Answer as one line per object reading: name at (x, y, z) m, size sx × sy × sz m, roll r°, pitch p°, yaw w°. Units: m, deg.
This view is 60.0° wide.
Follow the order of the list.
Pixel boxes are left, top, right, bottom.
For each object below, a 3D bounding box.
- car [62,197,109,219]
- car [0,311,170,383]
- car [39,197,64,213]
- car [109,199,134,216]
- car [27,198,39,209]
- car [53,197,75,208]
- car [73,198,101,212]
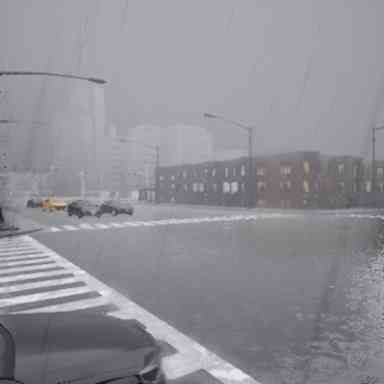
car at (-9.498, 1.491, 29.286) m, size 2.128 × 1.511 × 4.902 m, roll 0°, pitch 0°, yaw -35°
car at (-2.350, 1.526, 2.233) m, size 4.674 × 1.442 × 1.812 m, roll 0°, pitch 0°, yaw -37°
car at (-15.483, 1.476, 37.688) m, size 1.882 × 1.535 × 5.008 m, roll 0°, pitch 0°, yaw -35°
car at (-7.301, 1.503, 32.235) m, size 1.837 × 1.490 × 4.892 m, roll 0°, pitch 0°, yaw -36°
car at (-21.613, 1.548, 46.324) m, size 2.033 × 1.411 × 5.357 m, roll 0°, pitch 0°, yaw -35°
car at (-18.567, 1.525, 48.078) m, size 1.812 × 1.442 × 4.674 m, roll 0°, pitch 0°, yaw -36°
car at (-12.669, 1.523, 39.788) m, size 1.812 × 1.442 × 4.674 m, roll 0°, pitch 0°, yaw -36°
